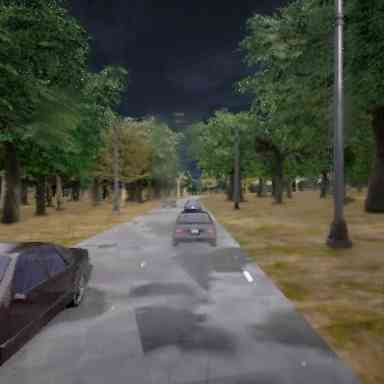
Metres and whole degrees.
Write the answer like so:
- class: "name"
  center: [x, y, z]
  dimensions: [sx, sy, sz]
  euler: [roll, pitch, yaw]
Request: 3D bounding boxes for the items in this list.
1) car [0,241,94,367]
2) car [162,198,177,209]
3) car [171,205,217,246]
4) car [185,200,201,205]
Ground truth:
- class: "car"
  center: [-3.100, 1.545, 5.186]
  dimensions: [2.033, 1.411, 5.357]
  euler: [0, 0, 0]
- class: "car"
  center: [-3.081, 1.580, 46.344]
  dimensions: [2.033, 1.411, 5.357]
  euler: [0, 0, 0]
- class: "car"
  center: [0.103, 1.547, 15.142]
  dimensions: [2.033, 1.411, 5.357]
  euler: [0, 0, 0]
- class: "car"
  center: [0.101, 1.583, 36.569]
  dimensions: [1.994, 1.385, 4.181]
  euler: [0, 0, 0]
